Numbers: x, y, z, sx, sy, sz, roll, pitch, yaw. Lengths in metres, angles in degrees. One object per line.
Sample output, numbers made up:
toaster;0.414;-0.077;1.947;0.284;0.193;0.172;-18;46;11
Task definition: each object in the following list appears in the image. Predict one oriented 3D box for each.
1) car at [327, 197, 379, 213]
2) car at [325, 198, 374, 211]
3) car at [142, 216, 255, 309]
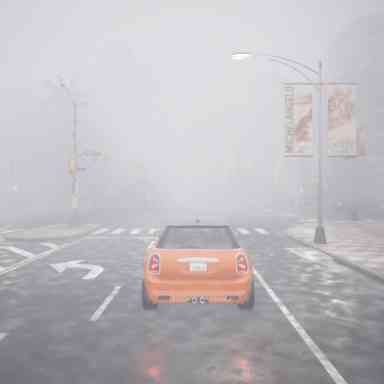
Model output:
car;17.698;1.352;36.350;4.553;1.767;2.097;0;0;1
car;18.798;1.491;39.837;4.902;1.511;2.128;0;0;1
car;0.116;1.352;8.019;2.097;1.767;4.553;0;0;0
